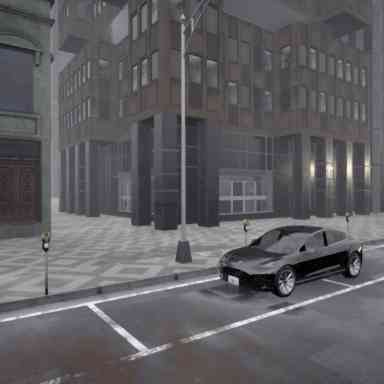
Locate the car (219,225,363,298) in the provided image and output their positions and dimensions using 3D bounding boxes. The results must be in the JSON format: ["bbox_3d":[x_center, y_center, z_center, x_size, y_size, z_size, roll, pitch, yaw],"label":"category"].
[{"bbox_3d":[2.684,1.566,8.556,4.313,1.339,1.947,0,0,-35],"label":"car"}]
